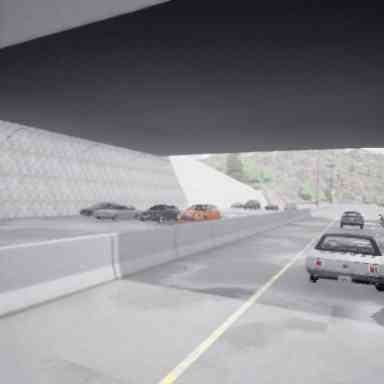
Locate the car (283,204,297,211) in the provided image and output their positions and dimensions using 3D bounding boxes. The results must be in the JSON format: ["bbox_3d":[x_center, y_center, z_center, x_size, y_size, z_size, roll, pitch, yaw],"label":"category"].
[{"bbox_3d":[18.505,2.943,62.487,2.128,1.511,4.902,2,-1,27],"label":"car"}]

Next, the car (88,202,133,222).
[{"bbox_3d":[-6.147,1.735,28.156,1.895,1.301,4.718,2,-1,26],"label":"car"}]

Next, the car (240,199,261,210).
[{"bbox_3d":[11.800,2.461,64.664,2.150,2.045,5.566,2,0,26],"label":"car"}]

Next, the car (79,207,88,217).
[{"bbox_3d":[-8.224,1.654,31.878,2.033,1.411,5.357,2,-1,26],"label":"car"}]

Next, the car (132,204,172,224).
[{"bbox_3d":[-2.505,1.763,27.635,1.837,1.490,4.892,2,-1,26],"label":"car"}]

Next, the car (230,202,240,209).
[{"bbox_3d":[9.300,2.697,67.516,1.812,1.442,4.674,2,-1,26],"label":"car"}]

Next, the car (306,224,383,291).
[{"bbox_3d":[4.735,1.900,10.134,1.895,1.301,4.718,2,-1,26],"label":"car"}]

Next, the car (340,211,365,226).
[{"bbox_3d":[14.225,2.431,29.560,2.033,1.411,5.357,2,-1,26],"label":"car"}]

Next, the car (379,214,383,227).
[{"bbox_3d":[19.412,2.608,32.201,1.837,1.490,4.892,2,-1,26],"label":"car"}]

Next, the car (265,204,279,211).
[{"bbox_3d":[15.352,2.952,63.991,1.895,1.301,4.718,2,-1,26],"label":"car"}]

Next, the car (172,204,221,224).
[{"bbox_3d":[0.654,1.705,26.121,2.097,1.767,4.553,2,-1,26],"label":"car"}]
